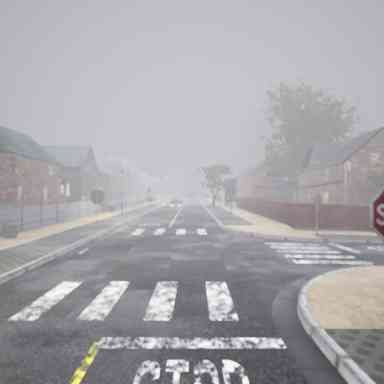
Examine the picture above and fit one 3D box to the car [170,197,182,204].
[{"bbox_3d":[-2.884,1.538,60.768,1.994,1.385,4.181,0,0,0],"label":"car"}]
